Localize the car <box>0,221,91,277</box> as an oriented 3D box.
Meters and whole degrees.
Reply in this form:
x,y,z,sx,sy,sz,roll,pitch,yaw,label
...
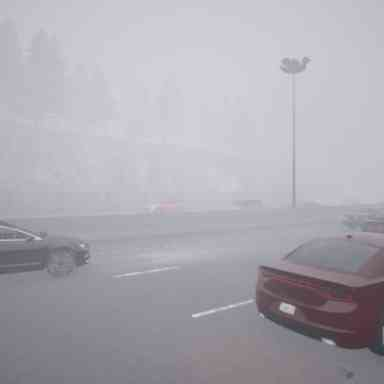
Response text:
x,y,z,sx,sy,sz,roll,pitch,yaw,label
-5.177,1.493,8.652,4.902,1.511,2.128,0,0,-35,car

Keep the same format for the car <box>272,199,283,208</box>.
x,y,z,sx,sy,sz,roll,pitch,yaw,label
12.020,1.711,48.170,4.718,1.301,1.895,0,0,-40,car

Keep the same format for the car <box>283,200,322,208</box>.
x,y,z,sx,sy,sz,roll,pitch,yaw,label
13.873,1.650,40.616,5.357,1.411,2.033,0,0,-38,car

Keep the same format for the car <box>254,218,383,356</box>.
x,y,z,sx,sy,sz,roll,pitch,yaw,label
3.353,1.496,6.152,5.008,1.535,1.882,0,0,-36,car

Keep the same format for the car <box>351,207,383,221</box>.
x,y,z,sx,sy,sz,roll,pitch,yaw,label
9.408,1.554,14.890,4.892,1.490,1.837,0,0,-37,car

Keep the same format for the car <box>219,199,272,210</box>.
x,y,z,sx,sy,sz,roll,pitch,yaw,label
4.410,1.410,28.901,4.553,1.767,2.097,0,0,-37,car

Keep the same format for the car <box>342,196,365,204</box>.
x,y,z,sx,sy,sz,roll,pitch,yaw,label
27.991,1.673,58.361,2.128,1.511,4.902,0,0,44,car

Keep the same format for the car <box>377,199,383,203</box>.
x,y,z,sx,sy,sz,roll,pitch,yaw,label
28.234,1.752,48.409,4.718,1.301,1.895,0,0,-44,car

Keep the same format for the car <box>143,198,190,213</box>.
x,y,z,sx,sy,sz,roll,pitch,yaw,label
-2.511,1.398,32.461,4.553,1.767,2.097,0,0,-37,car

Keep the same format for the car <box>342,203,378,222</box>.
x,y,z,sx,sy,sz,roll,pitch,yaw,label
11.458,1.611,20.774,5.357,1.411,2.033,0,0,-37,car
